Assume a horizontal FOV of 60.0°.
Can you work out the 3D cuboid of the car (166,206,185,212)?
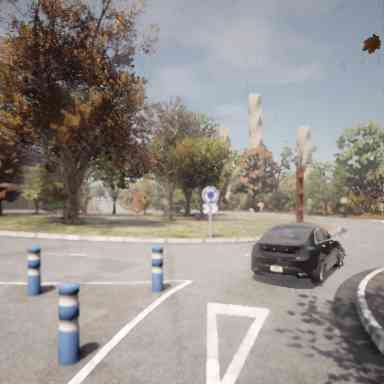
[{"bbox_3d":[-4.595,4.886,93.998,4.892,1.521,2.231,0,-4,-16],"label":"car"}]

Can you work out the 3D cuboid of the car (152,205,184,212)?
[{"bbox_3d":[-4.713,3.219,65.045,4.892,1.490,1.837,0,-1,7],"label":"car"}]

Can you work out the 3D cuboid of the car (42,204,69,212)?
[{"bbox_3d":[-24.103,2.597,60.148,5.566,2.045,2.150,3,-2,-34],"label":"car"}]

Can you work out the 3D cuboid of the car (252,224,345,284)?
[{"bbox_3d":[3.470,1.766,10.541,1.837,1.490,4.892,0,-2,33],"label":"car"}]
